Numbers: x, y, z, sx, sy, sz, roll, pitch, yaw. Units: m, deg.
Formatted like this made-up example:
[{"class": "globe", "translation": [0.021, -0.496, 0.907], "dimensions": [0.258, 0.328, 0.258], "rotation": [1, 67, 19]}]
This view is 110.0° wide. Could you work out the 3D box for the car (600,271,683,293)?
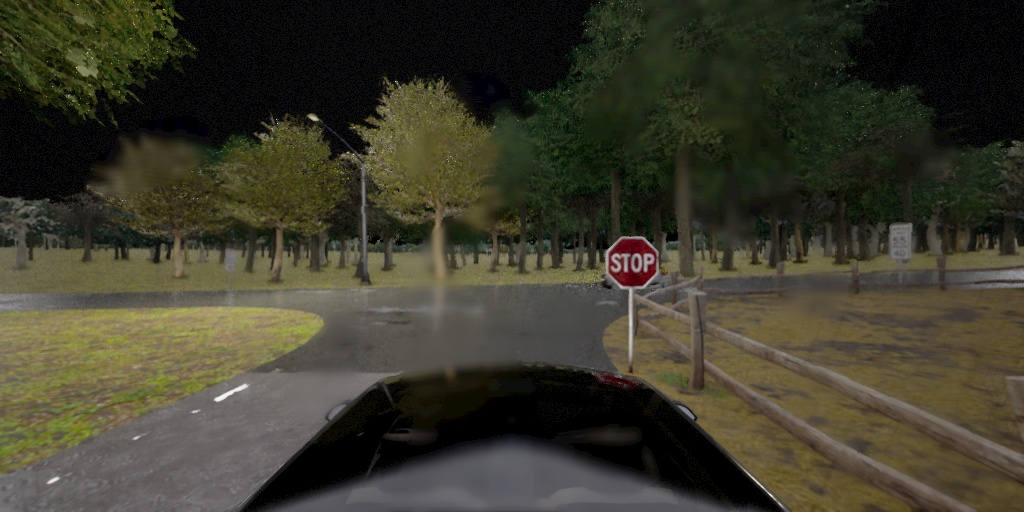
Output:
[{"class": "car", "translation": [6.917, 1.205, 19.472], "dimensions": [4.181, 1.385, 1.994], "rotation": [-1, 0, 0]}]
